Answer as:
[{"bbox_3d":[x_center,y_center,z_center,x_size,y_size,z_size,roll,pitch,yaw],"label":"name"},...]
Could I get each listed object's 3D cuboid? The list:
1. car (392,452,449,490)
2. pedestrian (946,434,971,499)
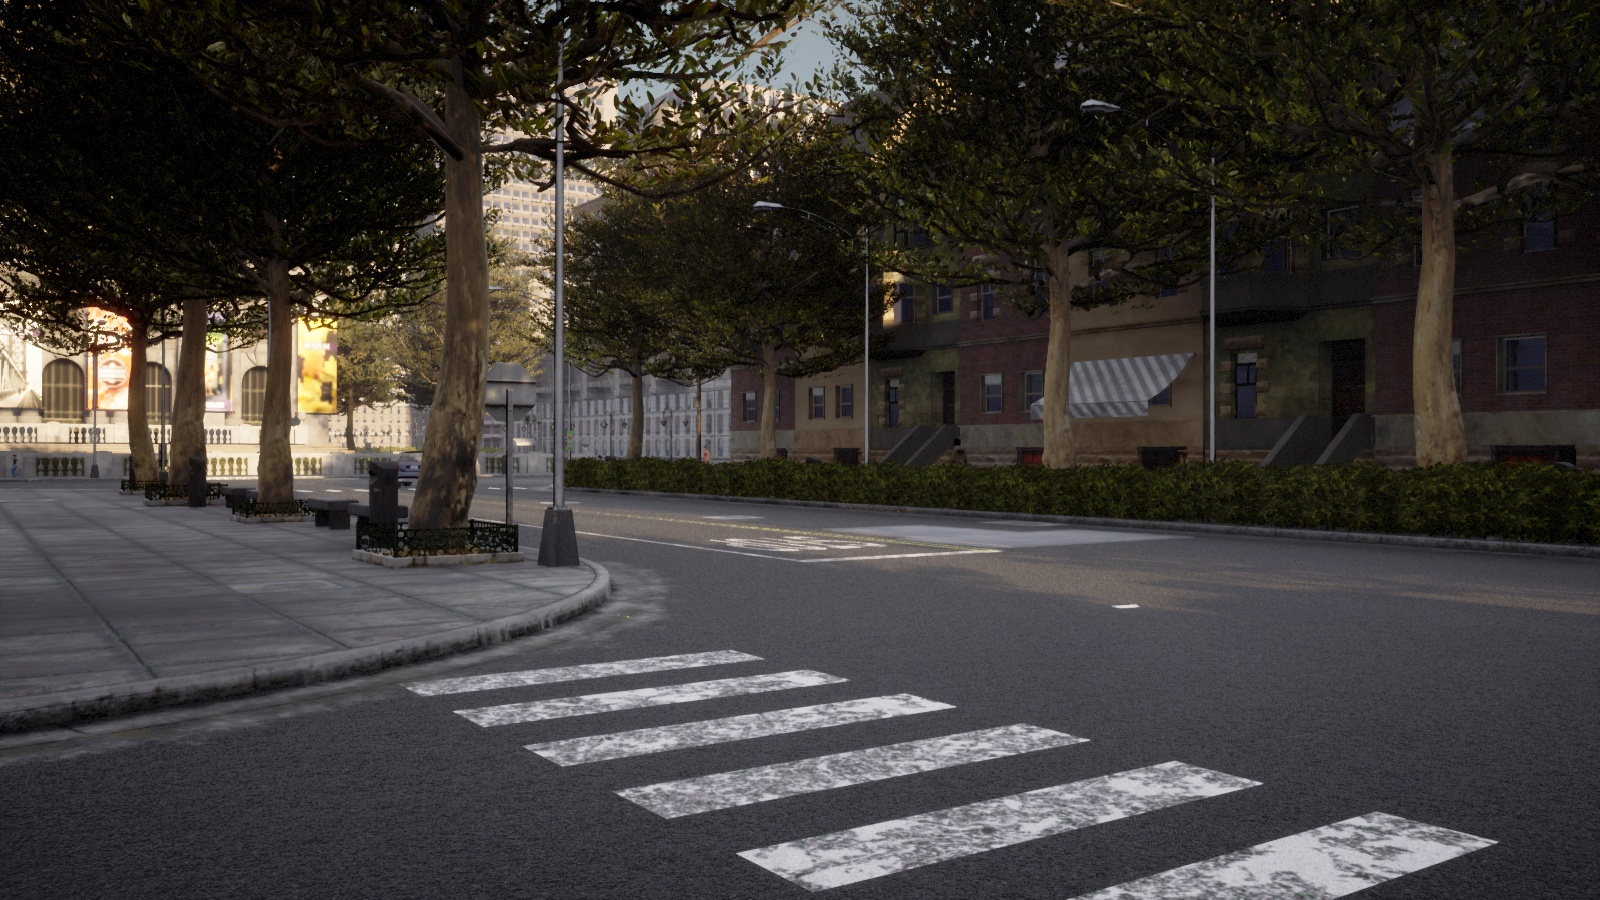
[{"bbox_3d":[-16.216,0.889,53.812,1.789,1.549,3.705,-1,0,-8],"label":"car"},{"bbox_3d":[4.737,0.483,37.550,0.396,1.930,0.692,0,0,-34],"label":"pedestrian"}]
